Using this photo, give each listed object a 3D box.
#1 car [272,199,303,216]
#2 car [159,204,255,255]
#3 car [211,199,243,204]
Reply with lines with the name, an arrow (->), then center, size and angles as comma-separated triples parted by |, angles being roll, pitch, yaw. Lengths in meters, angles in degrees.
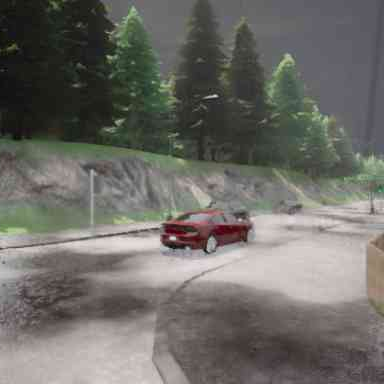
car -> 9.379, 1.483, 32.427 | 1.837, 1.490, 4.892 | 0, 0, 36
car -> 0.815, 1.465, 13.568 | 1.882, 1.535, 5.008 | 0, 0, 37
car -> 2.015, 1.332, 22.129 | 2.097, 1.767, 4.553 | 0, 0, 36
